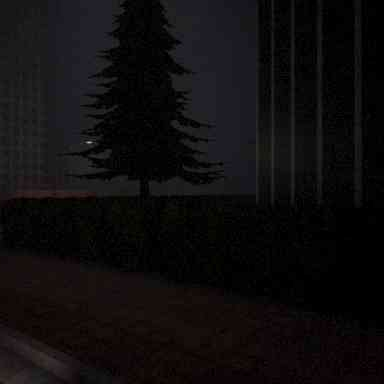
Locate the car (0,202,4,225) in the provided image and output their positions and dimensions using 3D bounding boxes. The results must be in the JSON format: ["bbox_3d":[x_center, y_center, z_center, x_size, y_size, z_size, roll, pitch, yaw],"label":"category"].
[{"bbox_3d":[-11.724,1.407,23.973,2.097,1.767,4.553,0,0,35],"label":"car"}]
